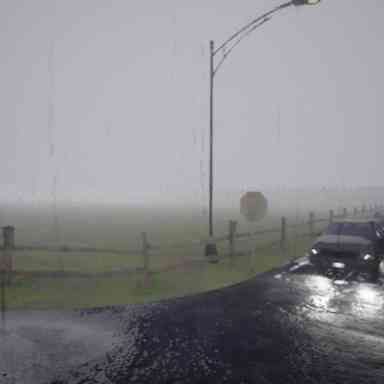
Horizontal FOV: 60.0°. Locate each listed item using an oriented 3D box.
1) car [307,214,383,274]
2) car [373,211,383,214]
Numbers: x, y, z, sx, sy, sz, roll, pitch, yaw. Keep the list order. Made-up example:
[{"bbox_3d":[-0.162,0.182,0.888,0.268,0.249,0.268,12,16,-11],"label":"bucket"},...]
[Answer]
[{"bbox_3d":[5.584,1.664,11.417,2.033,1.411,5.357,0,0,35],"label":"car"},{"bbox_3d":[11.464,1.803,19.535,1.895,1.301,4.718,0,0,36],"label":"car"}]
